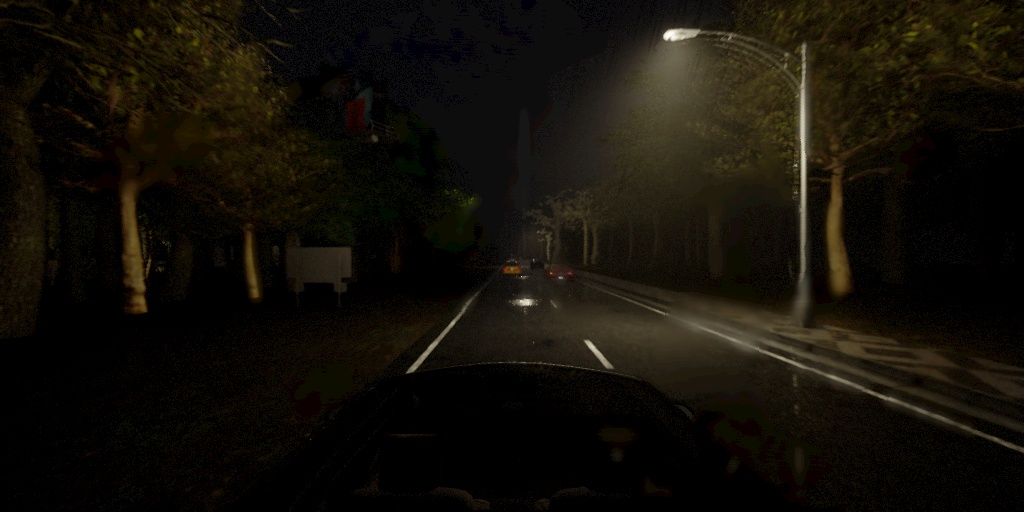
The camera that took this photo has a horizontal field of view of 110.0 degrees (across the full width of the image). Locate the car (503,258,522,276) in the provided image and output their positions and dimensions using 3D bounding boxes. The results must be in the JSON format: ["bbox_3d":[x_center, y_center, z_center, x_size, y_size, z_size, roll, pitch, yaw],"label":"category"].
[{"bbox_3d":[0.019,1.202,36.014,1.801,1.575,5.366,0,0,1],"label":"car"}]

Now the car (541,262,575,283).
[{"bbox_3d":[3.597,1.323,27.944,1.895,1.301,4.718,0,0,0],"label":"car"}]

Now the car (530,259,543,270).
[{"bbox_3d":[3.595,1.174,51.580,2.128,1.511,4.902,0,0,0],"label":"car"}]
